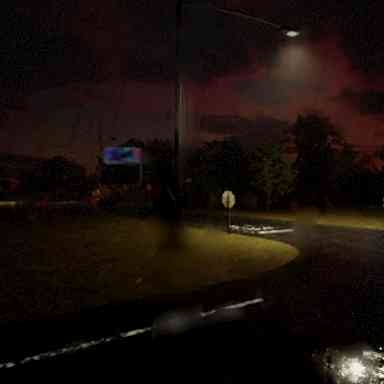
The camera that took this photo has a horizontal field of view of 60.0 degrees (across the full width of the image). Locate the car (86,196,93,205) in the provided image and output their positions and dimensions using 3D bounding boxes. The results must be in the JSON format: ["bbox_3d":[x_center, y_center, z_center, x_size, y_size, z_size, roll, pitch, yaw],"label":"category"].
[{"bbox_3d":[-17.615,1.417,59.971,2.097,1.767,4.553,1,0,-34],"label":"car"}]

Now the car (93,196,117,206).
[{"bbox_3d":[-14.145,1.427,54.886,2.097,1.767,4.553,1,0,-34],"label":"car"}]
